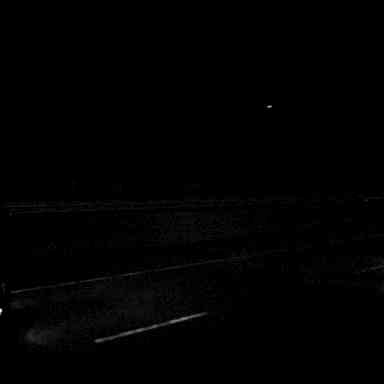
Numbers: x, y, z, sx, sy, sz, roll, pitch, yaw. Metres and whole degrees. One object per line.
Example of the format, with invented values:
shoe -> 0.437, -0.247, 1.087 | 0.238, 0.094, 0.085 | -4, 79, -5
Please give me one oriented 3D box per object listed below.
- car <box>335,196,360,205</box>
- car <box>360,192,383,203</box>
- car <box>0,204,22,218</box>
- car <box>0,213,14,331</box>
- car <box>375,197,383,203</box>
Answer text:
car -> 20.719, 1.288, 43.572 | 4.902, 1.511, 2.128 | -1, 0, -33
car -> 23.895, 1.005, 41.473 | 5.566, 2.045, 2.150 | 0, 0, -33
car -> -9.915, 1.467, 14.101 | 5.008, 1.535, 1.882 | 0, 0, -35
car -> -5.018, 1.341, 4.455 | 4.553, 1.767, 2.097 | 0, 0, -36
car -> 22.566, 1.427, 36.424 | 4.718, 1.301, 1.895 | -1, 0, -33
